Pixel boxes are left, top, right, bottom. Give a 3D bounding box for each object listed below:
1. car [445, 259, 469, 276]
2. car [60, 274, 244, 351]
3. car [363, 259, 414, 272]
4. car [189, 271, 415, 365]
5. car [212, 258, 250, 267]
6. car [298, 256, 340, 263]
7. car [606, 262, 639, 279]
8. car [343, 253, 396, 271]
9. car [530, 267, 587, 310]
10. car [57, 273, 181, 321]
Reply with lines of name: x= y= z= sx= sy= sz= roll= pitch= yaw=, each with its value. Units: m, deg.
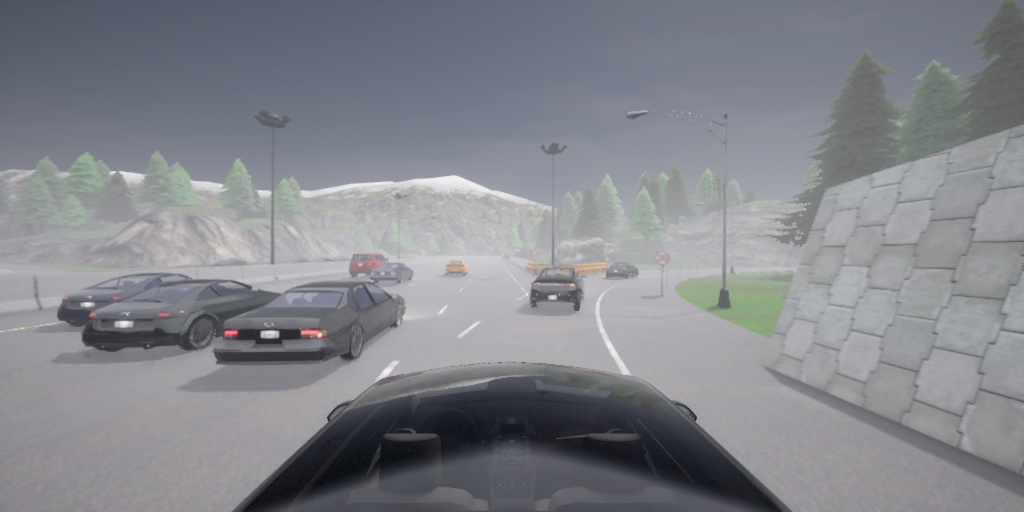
car: x=-5.218 y=1.053 z=34.440 sx=1.882 sy=1.535 sz=5.008 roll=0 pitch=0 yaw=-3
car: x=-7.417 y=1.244 z=8.764 sx=1.994 sy=1.385 sz=4.181 roll=0 pitch=0 yaw=-3
car: x=-8.242 y=1.150 z=24.998 sx=2.033 sy=1.411 sz=5.357 roll=0 pitch=0 yaw=-3
car: x=-3.877 y=1.249 z=8.054 sx=2.033 sy=1.411 sz=5.357 roll=0 pitch=0 yaw=-3
car: x=-33.867 y=0.951 z=43.248 sx=1.994 sy=1.385 sz=4.181 roll=0 pitch=0 yaw=-2
car: x=-23.387 y=0.917 z=43.675 sx=1.882 sy=1.535 sz=5.008 roll=0 pitch=0 yaw=-3
car: x=9.846 y=1.230 z=31.759 sx=1.994 sy=1.385 sz=4.181 roll=0 pitch=0 yaw=34
car: x=-12.041 y=0.779 z=30.799 sx=2.150 sy=2.045 sz=5.566 roll=0 pitch=0 yaw=-3
car: x=1.972 y=1.194 z=14.658 sx=2.128 sy=1.511 sz=4.902 roll=0 pitch=0 yaw=14
car: x=-11.048 y=1.214 z=11.254 sx=1.994 sy=1.385 sz=4.181 roll=0 pitch=0 yaw=-3
